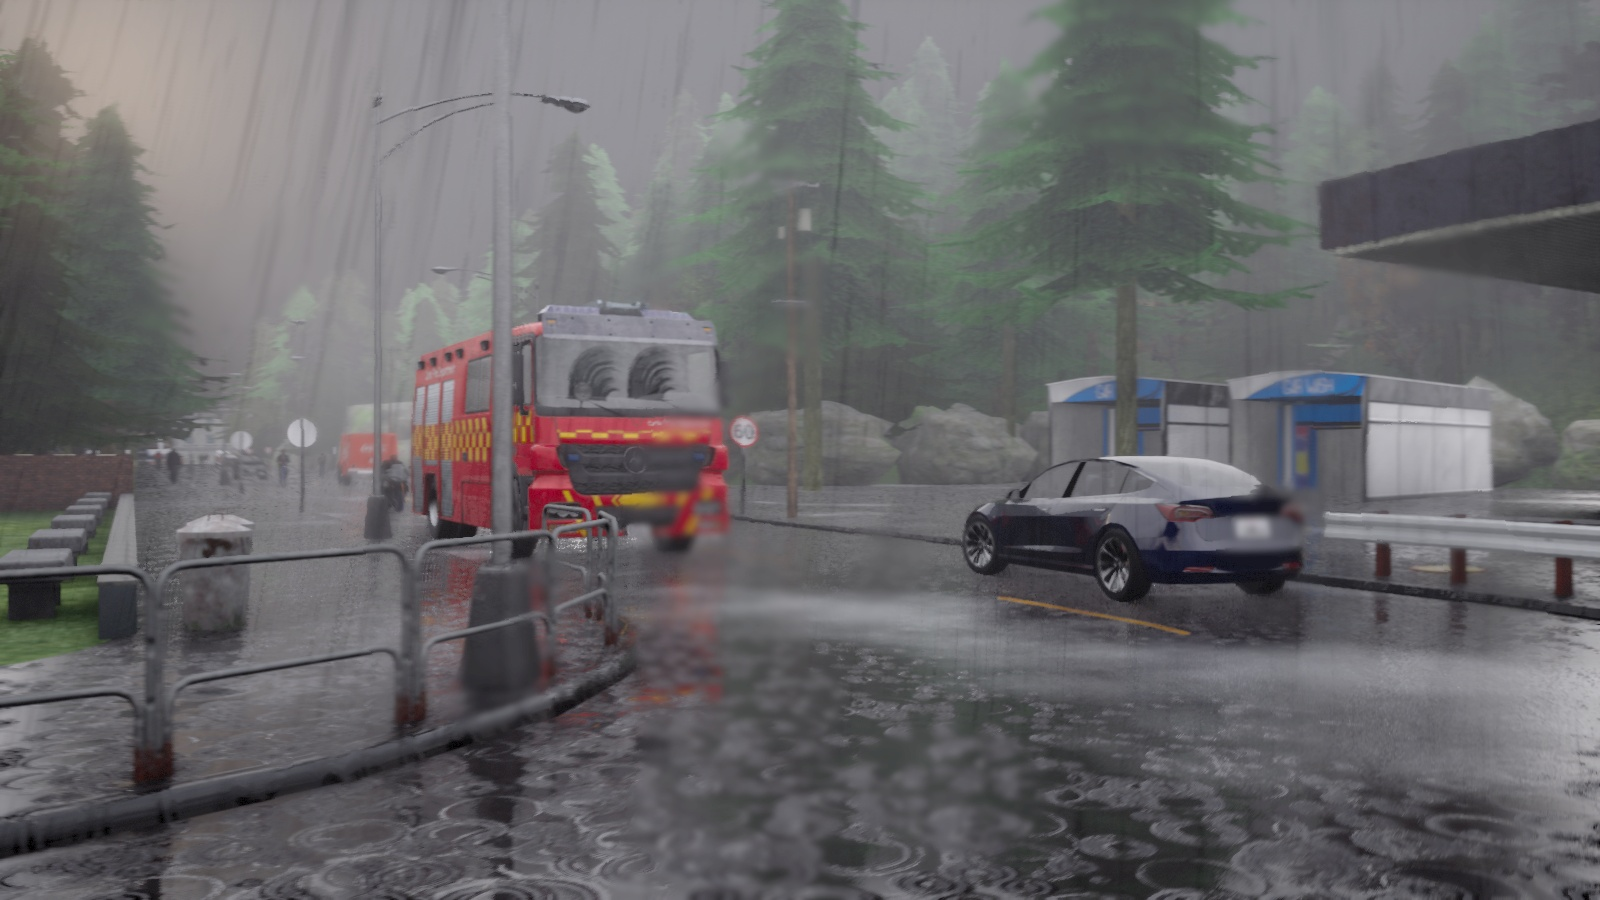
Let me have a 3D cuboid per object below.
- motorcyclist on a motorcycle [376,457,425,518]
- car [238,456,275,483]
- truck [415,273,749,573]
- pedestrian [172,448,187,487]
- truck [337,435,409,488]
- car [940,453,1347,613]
[{"bbox_3d":[-10.498,0.954,32.938,0.866,1.530,2.191,0,0,-28],"label":"motorcyclist on a motorcycle"},{"bbox_3d":[-32.797,1.161,75.688,1.789,1.549,3.705,0,-1,-28],"label":"car"},{"bbox_3d":[-3.955,-0.322,20.415,2.891,3.827,8.468,0,0,-28],"label":"truck"},{"bbox_3d":[-29.627,0.814,59.978,0.634,1.844,0.899,0,0,-27],"label":"pedestrian"},{"bbox_3d":[-21.100,0.583,61.887,2.627,2.467,5.204,0,-1,-27],"label":"truck"},{"bbox_3d":[3.618,0.789,14.367,2.163,1.488,4.792,0,0,-19],"label":"car"}]
